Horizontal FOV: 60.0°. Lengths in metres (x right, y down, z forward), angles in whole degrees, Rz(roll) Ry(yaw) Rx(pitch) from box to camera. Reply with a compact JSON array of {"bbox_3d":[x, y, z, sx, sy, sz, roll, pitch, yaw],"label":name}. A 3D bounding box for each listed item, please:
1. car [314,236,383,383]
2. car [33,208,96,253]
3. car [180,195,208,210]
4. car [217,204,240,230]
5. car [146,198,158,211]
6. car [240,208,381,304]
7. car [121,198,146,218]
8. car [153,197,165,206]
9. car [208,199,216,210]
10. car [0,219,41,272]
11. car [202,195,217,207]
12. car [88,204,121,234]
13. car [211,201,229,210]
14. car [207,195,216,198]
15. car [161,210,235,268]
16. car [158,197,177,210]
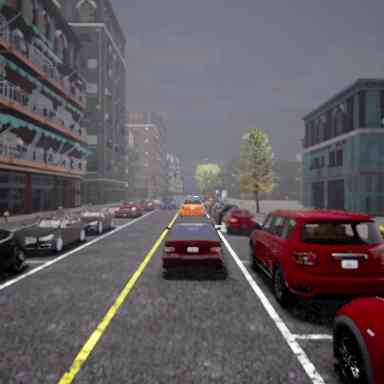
[{"bbox_3d":[2.691,1.440,2.522,1.967,1.590,4.097,0,0,0],"label":"car"},{"bbox_3d":[-5.690,1.553,13.600,2.008,1.369,4.403,0,0,0],"label":"car"},{"bbox_3d":[0.066,1.370,29.627,2.097,1.767,4.553,0,0,0],"label":"car"},{"bbox_3d":[2.689,1.588,19.139,1.802,1.307,4.206,0,0,0],"label":"car"},{"bbox_3d":[-5.693,1.476,41.296,1.967,1.590,4.097,0,0,0],"label":"car"},{"bbox_3d":[2.691,1.315,8.063,2.192,1.841,5.009,0,0,0],"label":"car"},{"bbox_3d":[-5.693,1.460,30.216,1.967,1.590,4.097,0,0,0],"label":"car"},{"bbox_3d":[-5.695,1.584,57.745,1.752,1.417,4.829,0,0,0],"label":"car"},{"bbox_3d":[2.688,1.571,30.216,2.008,1.369,4.403,0,0,0],"label":"car"},{"bbox_3d":[-5.690,1.566,8.062,1.947,1.339,4.313,0,0,0],"label":"car"},{"bbox_3d":[2.687,1.367,52.375,2.192,1.841,5.009,0,0,0],"label":"car"},{"bbox_3d":[-5.691,1.557,19.138,2.008,1.369,4.403,0,0,0],"label":"car"},{"bbox_3d":[2.689,1.578,24.678,1.947,1.339,4.313,0,0,0],"label":"car"},{"bbox_3d":[2.687,1.569,47.005,1.752,1.417,4.829,0,0,0],"label":"car"},{"bbox_3d":[0.043,1.549,11.198,2.033,1.411,5.357,0,0,1],"label":"car"},{"bbox_3d":[-3.096,1.390,43.226,2.097,1.767,4.553,0,0,0],"label":"car"}]
